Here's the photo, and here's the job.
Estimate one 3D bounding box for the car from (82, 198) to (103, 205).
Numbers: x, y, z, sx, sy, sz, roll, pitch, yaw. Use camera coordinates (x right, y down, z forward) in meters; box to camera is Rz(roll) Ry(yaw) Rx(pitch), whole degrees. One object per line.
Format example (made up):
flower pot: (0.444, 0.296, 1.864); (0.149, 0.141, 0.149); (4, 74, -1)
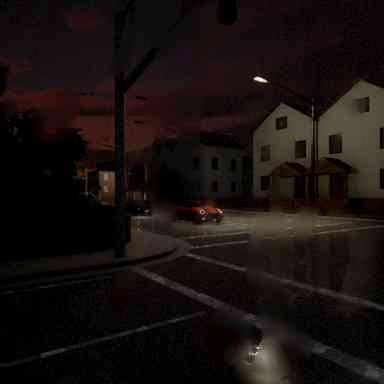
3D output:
car: (-13.084, 1.530, 43.325); (1.812, 1.442, 4.674); (0, 0, -36)

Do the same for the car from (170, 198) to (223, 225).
car: (0.252, 1.356, 24.530); (2.097, 1.767, 4.553); (0, 0, -35)

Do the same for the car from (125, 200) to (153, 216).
car: (-5.544, 1.530, 32.695); (1.812, 1.442, 4.674); (0, 0, -35)
